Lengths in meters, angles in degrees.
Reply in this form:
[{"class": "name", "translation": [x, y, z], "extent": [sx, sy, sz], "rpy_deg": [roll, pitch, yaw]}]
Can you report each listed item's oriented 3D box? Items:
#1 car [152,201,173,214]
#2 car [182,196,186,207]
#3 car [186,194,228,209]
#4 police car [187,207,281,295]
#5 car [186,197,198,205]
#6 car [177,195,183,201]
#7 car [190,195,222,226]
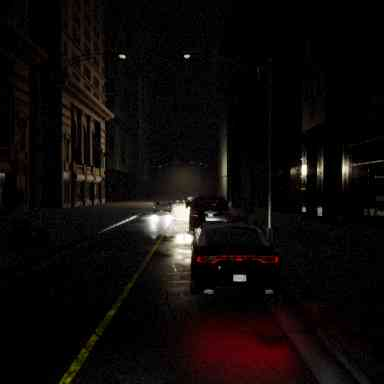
[{"class": "car", "translation": [-3.066, 1.615, 35.327], "extent": [1.895, 1.301, 4.718], "rpy_deg": [0, 0, 0]}, {"class": "car", "translation": [0.057, 1.508, 46.180], "extent": [2.128, 1.511, 4.902], "rpy_deg": [0, 0, 0]}, {"class": "car", "translation": [0.917, 1.230, 18.796], "extent": [2.150, 2.045, 5.566], "rpy_deg": [0, 0, 0]}, {"class": "police car", "translation": [0.906, 1.425, 8.876], "extent": [1.930, 1.638, 5.238], "rpy_deg": [0, 0, 0]}, {"class": "car", "translation": [0.058, 1.564, 59.869], "extent": [2.033, 1.411, 5.357], "rpy_deg": [0, 0, 0]}, {"class": "car", "translation": [-2.917, 1.489, 85.950], "extent": [1.882, 1.535, 5.008], "rpy_deg": [0, 0, 0]}, {"class": "car", "translation": [0.923, 1.234, 24.797], "extent": [2.150, 2.045, 5.566], "rpy_deg": [0, 0, 0]}]
